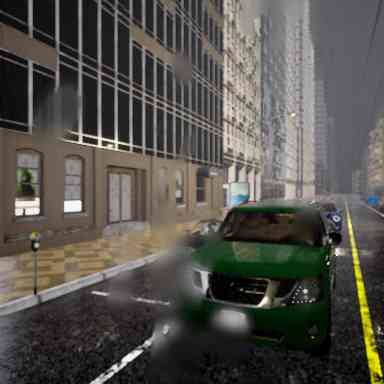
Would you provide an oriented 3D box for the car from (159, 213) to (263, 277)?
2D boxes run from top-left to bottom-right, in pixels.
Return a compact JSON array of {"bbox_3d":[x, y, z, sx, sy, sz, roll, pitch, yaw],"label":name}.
[{"bbox_3d":[0.872,1.547,11.120,2.008,1.369,4.403,0,0,25],"label":"car"}]

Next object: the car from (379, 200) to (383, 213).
[{"bbox_3d":[20.245,1.562,33.314,1.802,1.307,4.206,0,0,25],"label":"car"}]

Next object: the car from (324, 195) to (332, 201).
[{"bbox_3d":[36.131,1.578,88.164,1.802,1.307,4.206,0,0,25],"label":"car"}]

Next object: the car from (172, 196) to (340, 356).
[{"bbox_3d":[1.670,1.218,6.642,2.150,2.045,5.566,0,0,25],"label":"car"}]

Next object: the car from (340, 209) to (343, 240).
[{"bbox_3d":[7.417,1.342,18.947,2.097,1.767,4.553,0,0,25],"label":"car"}]

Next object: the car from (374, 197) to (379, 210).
[{"bbox_3d":[22.596,1.560,38.451,1.802,1.307,4.206,0,0,25],"label":"car"}]

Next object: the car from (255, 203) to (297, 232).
[{"bbox_3d":[5.502,1.517,21.238,1.752,1.417,4.829,0,0,25],"label":"car"}]

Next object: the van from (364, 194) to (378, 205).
[{"bbox_3d":[31.998,1.323,58.995,1.690,1.788,3.998,0,0,25],"label":"van"}]

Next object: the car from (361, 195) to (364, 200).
[{"bbox_3d":[34.349,1.549,64.132,1.947,1.339,4.313,0,0,25],"label":"car"}]

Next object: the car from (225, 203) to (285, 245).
[{"bbox_3d":[3.223,1.434,16.257,1.967,1.590,4.097,0,0,25],"label":"car"}]
